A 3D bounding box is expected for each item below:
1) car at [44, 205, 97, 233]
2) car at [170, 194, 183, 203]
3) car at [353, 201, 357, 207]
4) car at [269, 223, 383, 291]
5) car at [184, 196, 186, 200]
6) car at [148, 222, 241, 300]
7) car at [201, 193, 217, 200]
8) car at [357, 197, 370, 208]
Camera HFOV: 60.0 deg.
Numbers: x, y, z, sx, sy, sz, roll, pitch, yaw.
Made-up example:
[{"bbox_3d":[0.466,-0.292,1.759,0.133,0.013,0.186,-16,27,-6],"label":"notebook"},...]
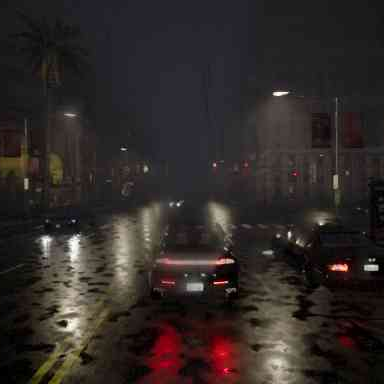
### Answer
[{"bbox_3d":[-7.057,1.525,19.867,1.812,1.442,4.674,0,0,1],"label":"car"},{"bbox_3d":[-3.490,1.600,68.202,1.895,1.301,4.718,0,0,0],"label":"car"},{"bbox_3d":[26.051,1.477,48.254,5.008,1.535,1.882,0,0,0],"label":"car"},{"bbox_3d":[3.565,1.547,9.087,2.033,1.411,5.357,0,0,0],"label":"car"},{"bbox_3d":[-3.019,1.355,89.344,2.097,1.767,4.553,0,0,7],"label":"car"},{"bbox_3d":[0.061,1.492,8.386,2.128,1.511,4.902,0,0,0],"label":"car"},{"bbox_3d":[4.866,1.355,93.177,2.097,1.767,4.553,0,0,16],"label":"car"},{"bbox_3d":[25.431,1.505,44.744,4.892,1.490,1.837,0,0,0],"label":"car"}]
